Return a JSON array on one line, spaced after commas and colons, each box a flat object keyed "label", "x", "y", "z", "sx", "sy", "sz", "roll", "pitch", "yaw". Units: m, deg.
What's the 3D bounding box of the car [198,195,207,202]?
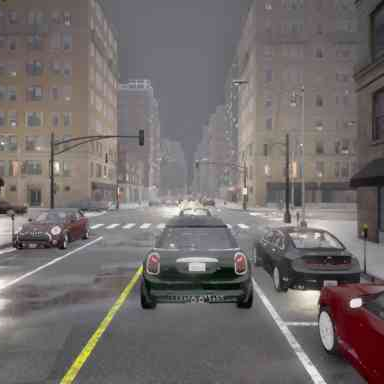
[{"label": "car", "x": 2.491, "y": 1.559, "z": 80.107, "sx": 1.967, "sy": 1.590, "sz": 4.097, "roll": 0, "pitch": 0, "yaw": 0}]

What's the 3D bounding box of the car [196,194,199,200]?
[{"label": "car", "x": 2.566, "y": 1.399, "z": 69.094, "sx": 2.192, "sy": 1.841, "sz": 5.009, "roll": 0, "pitch": 0, "yaw": 0}]

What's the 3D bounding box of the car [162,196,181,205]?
[{"label": "car", "x": -3.083, "y": 1.644, "z": 51.667, "sx": 1.895, "sy": 1.301, "sz": 4.718, "roll": 0, "pitch": 0, "yaw": 0}]

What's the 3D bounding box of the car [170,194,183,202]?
[{"label": "car", "x": -3.122, "y": 1.573, "z": 64.349, "sx": 1.837, "sy": 1.490, "sz": 4.892, "roll": 0, "pitch": 1, "yaw": 0}]

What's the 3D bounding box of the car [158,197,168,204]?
[{"label": "car", "x": -5.960, "y": 1.665, "z": 69.041, "sx": 1.802, "sy": 1.307, "sz": 4.206, "roll": 0, "pitch": 0, "yaw": 0}]

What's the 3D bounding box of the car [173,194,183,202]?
[{"label": "car", "x": -3.160, "y": 1.463, "z": 76.948, "sx": 2.097, "sy": 1.767, "sz": 4.553, "roll": 0, "pitch": 0, "yaw": 0}]

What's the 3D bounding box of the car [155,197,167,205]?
[{"label": "car", "x": -5.922, "y": 1.613, "z": 63.533, "sx": 1.887, "sy": 1.381, "sz": 4.507, "roll": 0, "pitch": 0, "yaw": 0}]

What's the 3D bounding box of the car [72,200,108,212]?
[{"label": "car", "x": -12.018, "y": 1.549, "z": 36.498, "sx": 5.357, "sy": 1.411, "sz": 2.033, "roll": 0, "pitch": 0, "yaw": 1}]

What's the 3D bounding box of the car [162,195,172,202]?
[{"label": "car", "x": -6.035, "y": 1.559, "z": 80.058, "sx": 1.967, "sy": 1.590, "sz": 4.097, "roll": 0, "pitch": 0, "yaw": 0}]

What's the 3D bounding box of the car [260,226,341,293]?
[{"label": "car", "x": 2.698, "y": 1.553, "z": 8.645, "sx": 2.008, "sy": 1.369, "sz": 4.403, "roll": 0, "pitch": 0, "yaw": 0}]

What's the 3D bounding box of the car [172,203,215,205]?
[{"label": "car", "x": 0.139, "y": 1.497, "z": 15.345, "sx": 2.128, "sy": 1.511, "sz": 4.902, "roll": 0, "pitch": 0, "yaw": 0}]

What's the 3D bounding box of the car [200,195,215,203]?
[{"label": "car", "x": 2.679, "y": 1.590, "z": 52.572, "sx": 1.887, "sy": 1.381, "sz": 4.507, "roll": 0, "pitch": 0, "yaw": 0}]

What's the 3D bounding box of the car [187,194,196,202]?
[{"label": "car", "x": -0.181, "y": 1.707, "z": 80.076, "sx": 1.895, "sy": 1.301, "sz": 4.718, "roll": 0, "pitch": 0, "yaw": 0}]

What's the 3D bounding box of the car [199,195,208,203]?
[{"label": "car", "x": 2.528, "y": 1.541, "z": 74.601, "sx": 1.967, "sy": 1.590, "sz": 4.097, "roll": 0, "pitch": 0, "yaw": 0}]

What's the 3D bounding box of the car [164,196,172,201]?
[{"label": "car", "x": -6.073, "y": 1.721, "z": 85.565, "sx": 1.802, "sy": 1.307, "sz": 4.206, "roll": 0, "pitch": 0, "yaw": 0}]

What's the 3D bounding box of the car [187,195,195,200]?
[{"label": "car", "x": -0.249, "y": 1.543, "z": 90.051, "sx": 1.994, "sy": 1.385, "sz": 4.181, "roll": 0, "pitch": 0, "yaw": 0}]

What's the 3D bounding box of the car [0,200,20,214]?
[{"label": "car", "x": -17.594, "y": 1.403, "z": 30.197, "sx": 5.008, "sy": 1.535, "sz": 1.882, "roll": 0, "pitch": 0, "yaw": -2}]

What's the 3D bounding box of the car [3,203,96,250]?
[{"label": "car", "x": -5.813, "y": 1.445, "z": 14.156, "sx": 1.967, "sy": 1.590, "sz": 4.097, "roll": 0, "pitch": 0, "yaw": 0}]

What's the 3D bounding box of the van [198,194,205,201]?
[{"label": "van", "x": 2.453, "y": 1.481, "z": 85.615, "sx": 1.690, "sy": 1.788, "sz": 3.998, "roll": 0, "pitch": 0, "yaw": 0}]

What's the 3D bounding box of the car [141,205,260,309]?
[{"label": "car", "x": 0.069, "y": 1.355, "z": 8.043, "sx": 2.097, "sy": 1.767, "sz": 4.553, "roll": 0, "pitch": 0, "yaw": -1}]

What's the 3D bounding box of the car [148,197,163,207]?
[{"label": "car", "x": -5.847, "y": 1.595, "z": 52.517, "sx": 2.008, "sy": 1.369, "sz": 4.403, "roll": 0, "pitch": 0, "yaw": 0}]

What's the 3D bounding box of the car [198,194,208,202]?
[{"label": "car", "x": 2.602, "y": 1.595, "z": 63.756, "sx": 1.752, "sy": 1.417, "sz": 4.829, "roll": 0, "pitch": 0, "yaw": 0}]

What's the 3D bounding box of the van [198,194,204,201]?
[{"label": "van", "x": 2.415, "y": 1.504, "z": 91.122, "sx": 1.690, "sy": 1.788, "sz": 3.998, "roll": 0, "pitch": 0, "yaw": 0}]

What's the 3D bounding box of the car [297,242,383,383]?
[{"label": "car", "x": 2.684, "y": 1.545, "z": 3.154, "sx": 1.887, "sy": 1.381, "sz": 4.507, "roll": 0, "pitch": 0, "yaw": 0}]
